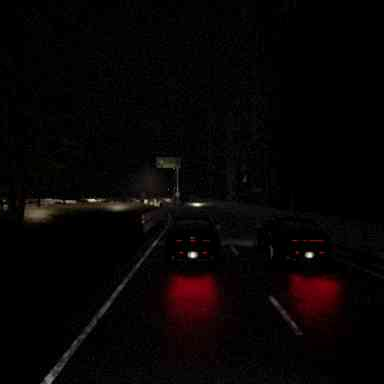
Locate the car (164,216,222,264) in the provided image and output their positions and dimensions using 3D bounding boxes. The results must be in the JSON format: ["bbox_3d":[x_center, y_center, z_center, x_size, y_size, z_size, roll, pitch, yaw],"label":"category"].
[{"bbox_3d":[0.045,1.647,12.391,1.837,1.490,4.892,0,0,1],"label":"car"}]

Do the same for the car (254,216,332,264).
[{"bbox_3d":[3.544,1.647,12.388,1.837,1.490,4.892,0,0,1],"label":"car"}]
